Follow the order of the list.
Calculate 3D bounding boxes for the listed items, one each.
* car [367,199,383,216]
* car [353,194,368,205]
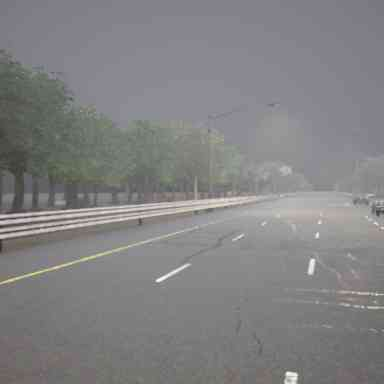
[{"bbox_3d":[17.142,1.429,29.497,1.895,1.301,4.718,0,0,22],"label":"car"},{"bbox_3d":[26.758,1.058,52.748,2.097,1.767,4.553,0,0,25],"label":"car"}]
